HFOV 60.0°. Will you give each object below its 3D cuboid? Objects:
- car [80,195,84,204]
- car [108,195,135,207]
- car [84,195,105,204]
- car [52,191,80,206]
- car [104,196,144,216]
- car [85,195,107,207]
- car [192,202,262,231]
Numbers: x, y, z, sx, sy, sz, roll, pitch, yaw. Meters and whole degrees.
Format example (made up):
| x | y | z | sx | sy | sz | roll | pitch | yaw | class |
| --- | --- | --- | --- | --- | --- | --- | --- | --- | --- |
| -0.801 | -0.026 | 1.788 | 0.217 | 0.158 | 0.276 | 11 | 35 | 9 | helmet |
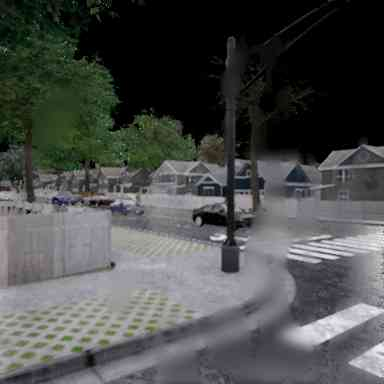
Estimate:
| x | y | z | sx | sy | sz | roll | pitch | yaw | class |
| --- | --- | --- | --- | --- | --- | --- | --- | --- | --- |
| -18.908 | 1.107 | 53.691 | 1.837 | 1.490 | 4.892 | 1 | 1 | -37 | car |
| -10.108 | 1.275 | 47.494 | 1.837 | 1.490 | 4.892 | 1 | 0 | -37 | car |
| -16.333 | 1.227 | 55.672 | 1.895 | 1.301 | 4.718 | 1 | 0 | -37 | car |
| -18.461 | 0.878 | 47.699 | 2.150 | 2.045 | 5.566 | 1 | 0 | -37 | car |
| -6.228 | 1.431 | 31.298 | 1.812 | 1.442 | 4.674 | 1 | 1 | -37 | car |
| -12.632 | 1.225 | 45.437 | 1.882 | 1.535 | 5.008 | 1 | 0 | -37 | car |
| 2.028 | 1.416 | 20.343 | 1.882 | 1.535 | 5.008 | 1 | 0 | -37 | car |
